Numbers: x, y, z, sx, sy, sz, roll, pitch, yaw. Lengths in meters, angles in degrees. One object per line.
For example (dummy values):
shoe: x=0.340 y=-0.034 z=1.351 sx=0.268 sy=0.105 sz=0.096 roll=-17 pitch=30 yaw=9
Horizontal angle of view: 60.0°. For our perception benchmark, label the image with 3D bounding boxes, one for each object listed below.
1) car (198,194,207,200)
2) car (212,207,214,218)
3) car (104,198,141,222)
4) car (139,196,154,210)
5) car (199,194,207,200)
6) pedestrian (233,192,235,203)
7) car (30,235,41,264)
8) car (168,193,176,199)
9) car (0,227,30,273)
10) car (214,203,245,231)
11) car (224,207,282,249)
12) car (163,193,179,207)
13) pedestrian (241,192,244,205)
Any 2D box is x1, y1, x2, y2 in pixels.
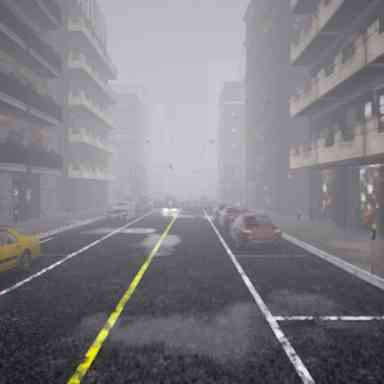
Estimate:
car: x=2.472 y=1.156 z=80.014 sx=2.008 sy=1.369 sz=4.403 roll=-1 pitch=0 yaw=0
car: x=2.529 y=1.444 z=25.139 sx=1.947 sy=1.339 sz=4.313 roll=-1 pitch=0 yaw=0
car: x=-5.351 y=1.429 z=25.013 sx=2.008 sy=1.369 sz=4.403 roll=-1 pitch=0 yaw=0
car: x=-5.496 y=1.254 z=38.087 sx=1.967 sy=1.590 sz=4.097 roll=-1 pitch=0 yaw=0
car: x=2.478 y=1.215 z=74.475 sx=1.802 sy=1.307 sz=4.206 roll=-1 pitch=0 yaw=0
pedestrian: x=5.960 y=0.916 z=47.758 sx=0.375 sy=1.860 sz=0.375 roll=-1 pitch=1 yaw=0
car: x=-5.334 y=1.487 z=7.889 sx=1.752 sy=1.417 sz=4.829 roll=-1 pitch=0 yaw=0
car: x=-5.420 y=1.074 z=90.969 sx=1.752 sy=1.417 sz=4.829 roll=-1 pitch=0 yaw=0
car: x=-2.851 y=1.217 z=0.807 sx=2.150 sy=2.045 sz=5.566 roll=0 pitch=0 yaw=0
car: x=2.535 y=1.450 z=19.475 sx=1.887 sy=1.381 sz=4.507 roll=-1 pitch=0 yaw=0
car: x=2.541 y=1.515 z=13.810 sx=1.802 sy=1.307 sz=4.206 roll=-1 pitch=0 yaw=0
car: x=-2.797 y=1.292 z=45.465 sx=2.128 sy=1.511 sz=4.902 roll=0 pitch=0 yaw=0
pedestrian: x=6.961 y=0.919 z=46.559 sx=0.375 sy=1.860 sz=0.375 roll=-1 pitch=1 yaw=0
